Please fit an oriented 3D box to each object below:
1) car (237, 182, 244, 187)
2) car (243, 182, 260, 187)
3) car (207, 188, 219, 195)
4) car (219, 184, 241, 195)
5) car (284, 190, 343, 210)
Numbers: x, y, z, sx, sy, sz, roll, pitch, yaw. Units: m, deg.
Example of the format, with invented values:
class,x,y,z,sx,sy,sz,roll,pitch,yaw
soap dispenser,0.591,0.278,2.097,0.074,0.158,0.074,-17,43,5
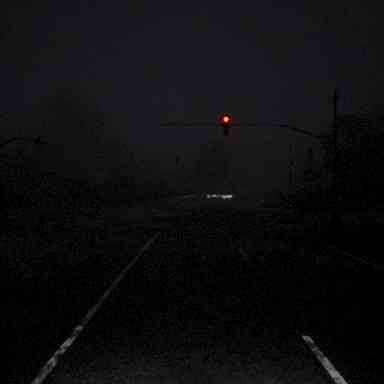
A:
class,x,y,z,sx,sy,sz,roll,pitch,yaw
car,12.254,-1.736,83.514,1.837,1.490,4.892,0,4,32
car,15.221,-1.672,81.659,2.033,1.411,5.357,0,4,32
car,4.871,-0.212,69.896,2.033,1.411,5.357,0,4,25
car,7.937,-0.201,68.191,2.128,1.511,4.902,0,4,25
car,12.315,0.849,33.867,5.566,2.045,2.150,-2,1,3
